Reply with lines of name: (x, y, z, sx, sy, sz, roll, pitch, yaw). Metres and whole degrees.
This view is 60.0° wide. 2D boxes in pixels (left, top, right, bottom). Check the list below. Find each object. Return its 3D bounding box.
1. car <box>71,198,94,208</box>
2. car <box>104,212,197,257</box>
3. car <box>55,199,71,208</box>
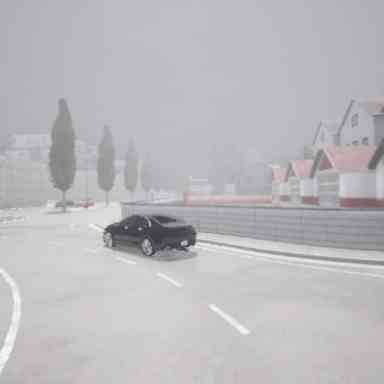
car: (-19.745, 1.933, 61.192, 2.097, 1.767, 4.553, -1, 0, 5)
car: (-1.857, 1.584, 13.489, 1.837, 1.490, 4.892, -1, 0, -41)
car: (-23.267, 2.131, 61.057, 2.128, 1.511, 4.902, -1, 0, 5)
